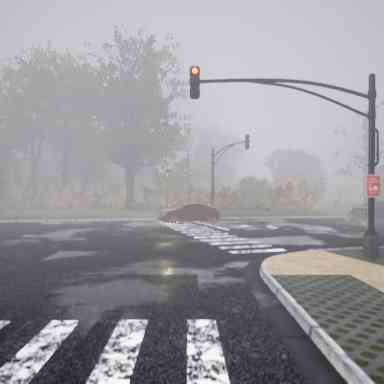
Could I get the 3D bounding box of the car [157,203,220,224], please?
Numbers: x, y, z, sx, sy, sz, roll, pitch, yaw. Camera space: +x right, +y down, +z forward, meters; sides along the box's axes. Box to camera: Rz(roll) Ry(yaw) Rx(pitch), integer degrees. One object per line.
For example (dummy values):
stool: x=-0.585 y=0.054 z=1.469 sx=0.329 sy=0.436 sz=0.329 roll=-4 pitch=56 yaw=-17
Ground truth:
car: x=-0.219 y=1.504 z=24.022 sx=4.674 sy=1.442 sz=1.812 roll=1 pitch=0 yaw=-20

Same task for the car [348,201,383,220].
car: x=16.300 y=1.581 z=29.642 sx=4.553 sy=1.767 sz=2.097 roll=1 pitch=0 yaw=-18
